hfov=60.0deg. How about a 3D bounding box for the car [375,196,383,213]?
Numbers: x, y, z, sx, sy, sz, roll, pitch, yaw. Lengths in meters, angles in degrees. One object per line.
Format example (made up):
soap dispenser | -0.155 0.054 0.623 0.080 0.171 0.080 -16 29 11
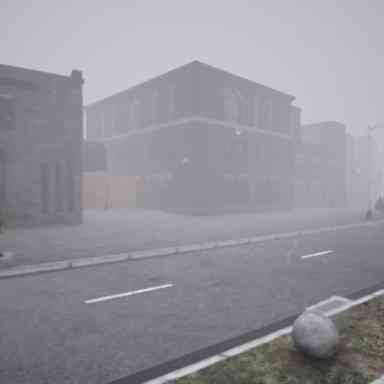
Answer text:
car | 23.744 1.495 37.442 2.435 2.045 5.566 2 -2 -45
